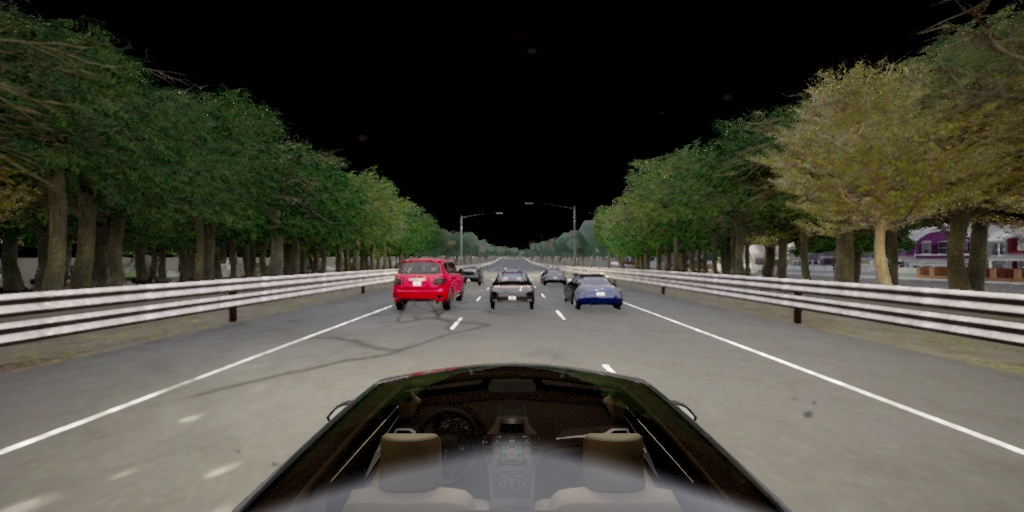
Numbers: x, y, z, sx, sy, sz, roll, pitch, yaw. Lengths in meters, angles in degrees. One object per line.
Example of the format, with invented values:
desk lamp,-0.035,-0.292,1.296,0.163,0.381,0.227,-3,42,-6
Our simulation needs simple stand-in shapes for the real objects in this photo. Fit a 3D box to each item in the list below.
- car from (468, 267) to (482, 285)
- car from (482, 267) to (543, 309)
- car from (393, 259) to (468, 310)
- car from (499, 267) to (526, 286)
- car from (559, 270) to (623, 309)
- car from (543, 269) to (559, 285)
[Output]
car,-3.473,1.728,31.170,1.837,1.490,4.892,0,-1,0
car,0.015,1.429,16.156,2.128,1.511,4.902,0,-1,0
car,-3.488,1.149,15.895,2.150,2.045,5.566,0,-1,0
car,0.026,1.712,31.162,2.128,1.511,4.902,0,-1,0
car,3.515,1.501,16.190,1.994,1.385,4.181,0,-1,0
car,3.527,1.784,31.131,1.994,1.385,4.181,0,-1,0
